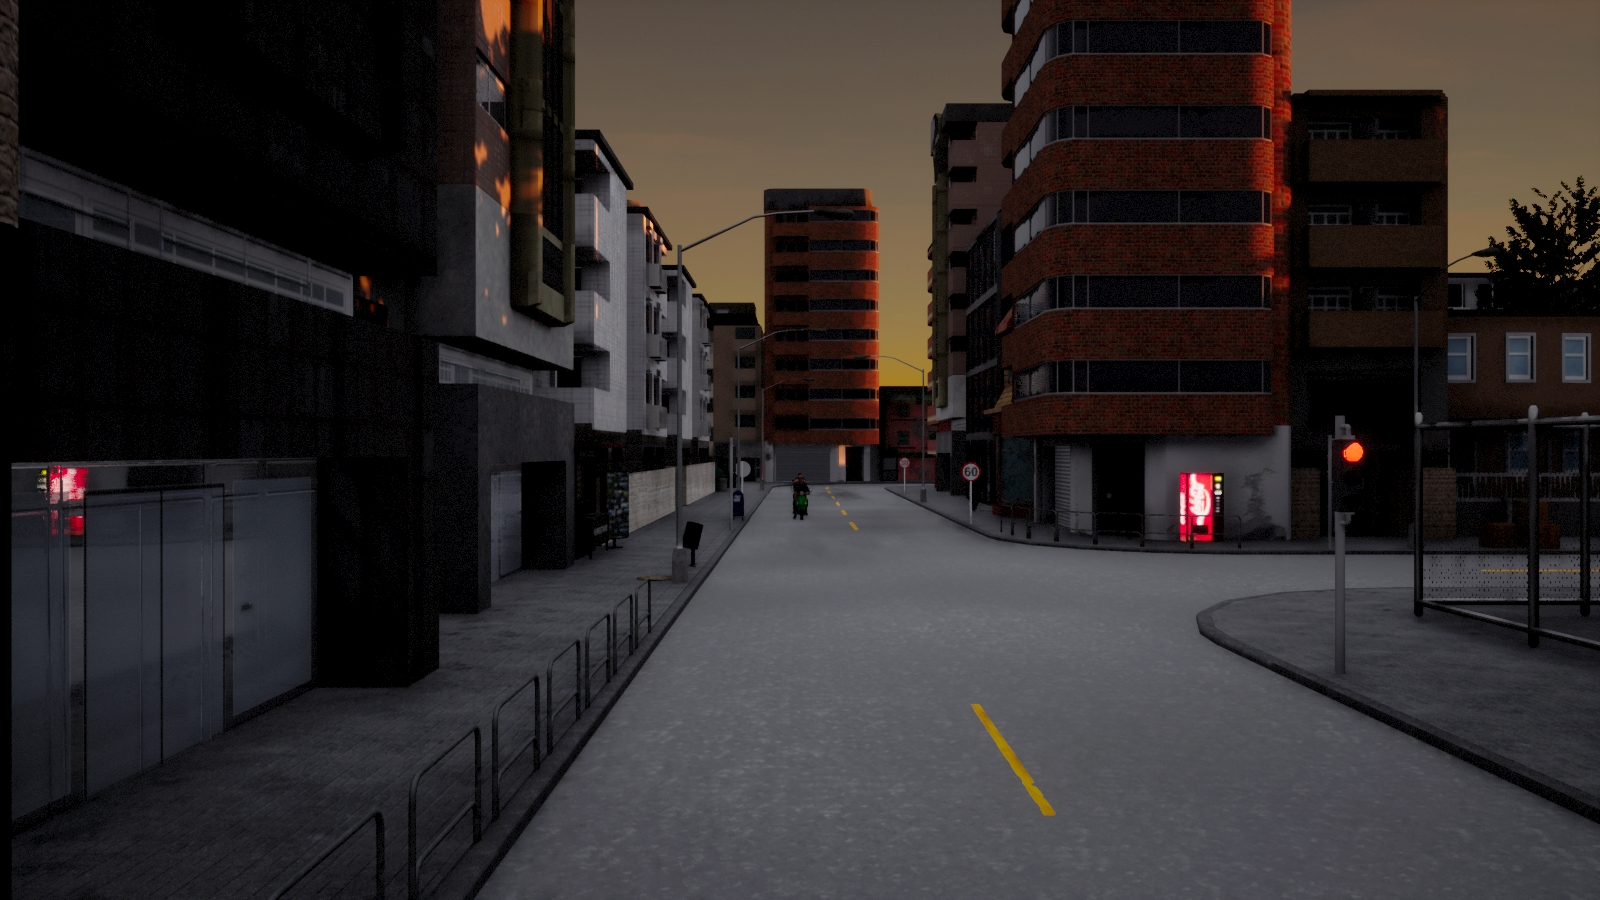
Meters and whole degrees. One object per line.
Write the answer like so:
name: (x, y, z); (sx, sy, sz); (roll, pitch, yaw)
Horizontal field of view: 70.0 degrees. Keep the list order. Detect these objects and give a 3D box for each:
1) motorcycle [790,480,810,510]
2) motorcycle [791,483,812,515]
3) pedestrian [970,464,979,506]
motorcycle: (0.019, 1.970, 50.389); (0.856, 1.236, 1.805); (0, 0, 0)
motorcycle: (0.063, 1.970, 46.521); (0.856, 1.236, 1.805); (0, 0, 0)
pedestrian: (7.705, 1.533, 50.441); (0.375, 1.860, 0.375); (0, 0, 12)
